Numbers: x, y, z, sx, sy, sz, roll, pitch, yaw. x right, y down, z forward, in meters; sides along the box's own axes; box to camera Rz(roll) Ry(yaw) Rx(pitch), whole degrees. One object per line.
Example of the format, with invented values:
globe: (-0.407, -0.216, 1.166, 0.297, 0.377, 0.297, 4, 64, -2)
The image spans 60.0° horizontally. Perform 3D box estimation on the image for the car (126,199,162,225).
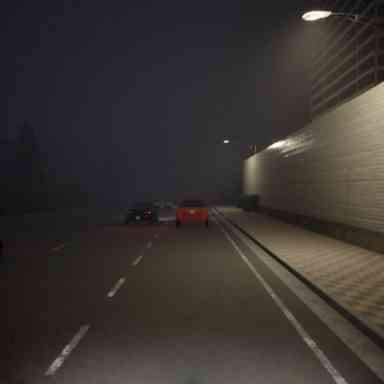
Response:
car: (-3.400, 1.426, 23.153, 1.812, 1.442, 4.674, 0, 0, 0)

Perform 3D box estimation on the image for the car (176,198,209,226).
car: (0.041, 1.254, 22.673, 2.097, 1.767, 4.553, 0, 0, 1)

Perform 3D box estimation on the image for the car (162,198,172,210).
car: (-3.422, 1.428, 40.259, 1.895, 1.301, 4.718, 0, 0, 0)

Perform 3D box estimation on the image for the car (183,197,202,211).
car: (0.076, 1.380, 39.063, 2.033, 1.411, 5.357, 0, 0, 0)

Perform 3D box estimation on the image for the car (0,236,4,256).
car: (-7.052, 1.525, 8.979, 1.994, 1.385, 4.181, 0, 0, 0)
